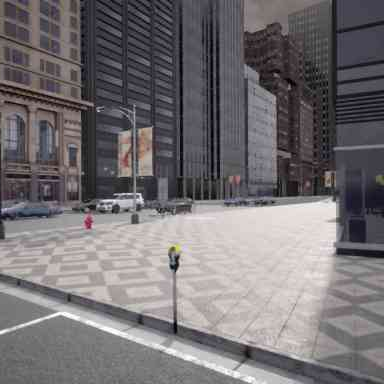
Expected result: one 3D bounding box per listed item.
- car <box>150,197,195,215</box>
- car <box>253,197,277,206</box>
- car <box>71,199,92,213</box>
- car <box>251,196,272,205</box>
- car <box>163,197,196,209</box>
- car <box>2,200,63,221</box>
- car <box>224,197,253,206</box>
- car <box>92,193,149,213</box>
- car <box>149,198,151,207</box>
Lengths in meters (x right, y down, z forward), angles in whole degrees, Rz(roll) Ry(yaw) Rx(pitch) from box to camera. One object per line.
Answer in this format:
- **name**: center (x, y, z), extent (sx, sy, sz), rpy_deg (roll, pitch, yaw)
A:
- **car**: center (-1.557, 1.396, 32.880), extent (1.837, 1.490, 4.892), rpy_deg (-1, 0, 35)
- **car**: center (11.513, 1.447, 51.426), extent (1.895, 1.301, 4.718), rpy_deg (-1, 0, 35)
- **car**: center (-10.969, 1.477, 36.801), extent (1.837, 1.490, 4.892), rpy_deg (-1, 0, 35)
- **car**: center (12.297, 1.465, 58.300), extent (1.895, 1.301, 4.718), rpy_deg (-1, 0, 35)
- **car**: center (-1.636, 1.426, 44.361), extent (1.837, 1.490, 4.892), rpy_deg (-1, 0, 35)
- **car**: center (-13.483, 1.517, 27.609), extent (2.033, 1.411, 5.357), rpy_deg (-1, 0, 35)
- **car**: center (6.794, 1.424, 50.410), extent (2.033, 1.411, 5.357), rpy_deg (-1, 0, 36)
- **car**: center (-7.609, 1.166, 35.931), extent (2.150, 2.045, 5.566), rpy_deg (-1, 0, 35)
- **car**: center (-4.966, 1.453, 45.283), extent (1.837, 1.490, 4.892), rpy_deg (-1, 0, 35)
